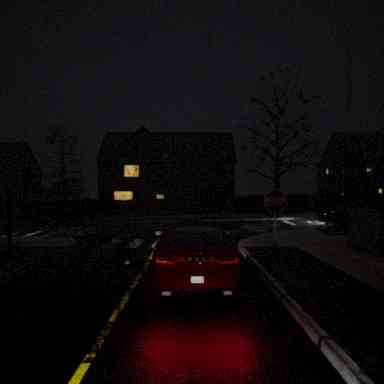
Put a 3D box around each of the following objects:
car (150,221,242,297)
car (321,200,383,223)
[{"bbox_3d":[0.038,1.477,8.644,1.882,1.535,5.008,0,0,-1],"label":"car"},{"bbox_3d":[10.798,1.239,21.977,4.181,1.385,1.994,-1,1,1],"label":"car"}]
